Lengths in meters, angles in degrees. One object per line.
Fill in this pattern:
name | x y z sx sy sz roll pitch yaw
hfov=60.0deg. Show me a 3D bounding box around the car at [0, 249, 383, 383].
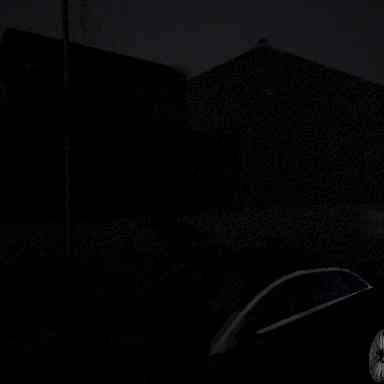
car | 0.543 1.491 3.767 4.902 1.511 2.128 0 0 -36
